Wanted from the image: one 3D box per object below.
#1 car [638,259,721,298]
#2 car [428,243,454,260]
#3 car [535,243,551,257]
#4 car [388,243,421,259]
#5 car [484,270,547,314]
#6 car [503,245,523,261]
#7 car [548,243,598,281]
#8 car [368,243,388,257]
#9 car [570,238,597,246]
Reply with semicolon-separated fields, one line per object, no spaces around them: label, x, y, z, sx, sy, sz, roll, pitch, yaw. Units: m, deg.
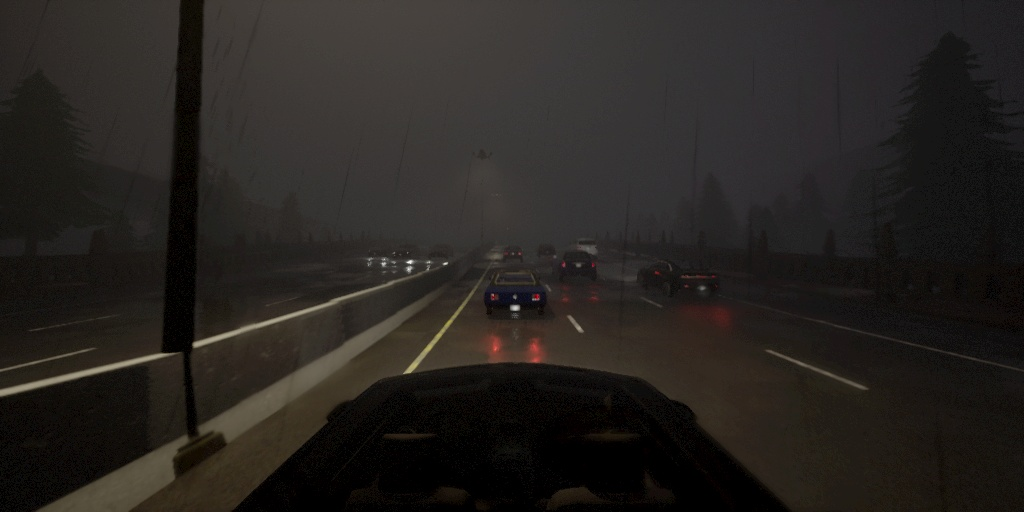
car;7.096;0.876;15.746;2.128;1.511;4.902;0;3;0
car;-7.104;-0.534;36.136;1.882;1.535;5.008;0;4;0
car;3.590;-0.716;38.726;1.882;1.535;5.008;0;4;0
car;-10.604;-0.525;36.381;1.837;1.490;4.892;0;4;0
car;0.096;1.130;12.656;1.895;1.301;4.718;0;2;0
car;0.091;-0.314;34.021;2.033;1.411;5.357;0;4;0
car;3.594;0.378;21.439;2.097;1.767;4.553;0;4;0
car;-14.102;-0.699;39.158;1.812;1.442;4.674;0;4;0
car;7.092;-0.785;36.062;2.150;2.045;5.566;0;4;0
